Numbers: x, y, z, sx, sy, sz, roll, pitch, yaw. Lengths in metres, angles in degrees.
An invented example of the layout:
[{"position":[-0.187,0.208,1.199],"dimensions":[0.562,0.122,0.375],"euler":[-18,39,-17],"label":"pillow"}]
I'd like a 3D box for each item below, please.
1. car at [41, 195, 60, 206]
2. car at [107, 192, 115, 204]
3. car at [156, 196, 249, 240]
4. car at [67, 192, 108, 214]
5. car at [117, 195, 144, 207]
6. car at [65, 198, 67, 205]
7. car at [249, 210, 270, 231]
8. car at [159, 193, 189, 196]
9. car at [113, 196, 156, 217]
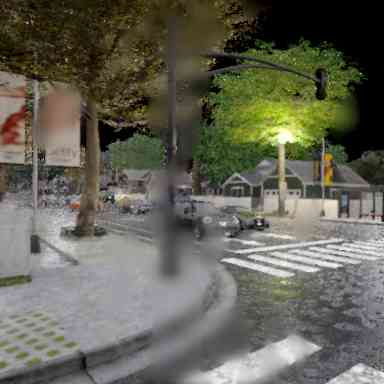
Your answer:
[{"position":[-19.590,1.186,45.919],"dimensions":[1.812,1.442,4.674],"euler":[1,0,-34],"label":"car"},{"position":[-14.799,0.963,56.230],"dimensions":[2.150,2.045,5.566],"euler":[1,0,-34],"label":"car"},{"position":[0.335,1.226,16.248],"dimensions":[2.097,1.767,4.553],"euler":[1,0,-33],"label":"car"},{"position":[-10.017,1.114,31.637],"dimensions":[2.097,1.767,4.553],"euler":[1,0,-34],"label":"car"},{"position":[-8.889,1.285,47.579],"dimensions":[1.882,1.535,5.008],"euler":[1,0,-34],"label":"car"},{"position":[-16.717,1.214,47.467],"dimensions":[1.837,1.490,4.892],"euler":[1,-1,-34],"label":"car"},{"position":[2.425,1.471,19.058],"dimensions":[1.994,1.385,4.181],"euler":[1,0,-34],"label":"car"},{"position":[-2.155,1.092,31.989],"dimensions":[2.150,2.045,5.566],"euler":[1,0,-34],"label":"car"},{"position":[-4.895,1.376,29.858],"dimensions":[2.033,1.411,5.357],"euler":[1,0,-34],"label":"car"}]
